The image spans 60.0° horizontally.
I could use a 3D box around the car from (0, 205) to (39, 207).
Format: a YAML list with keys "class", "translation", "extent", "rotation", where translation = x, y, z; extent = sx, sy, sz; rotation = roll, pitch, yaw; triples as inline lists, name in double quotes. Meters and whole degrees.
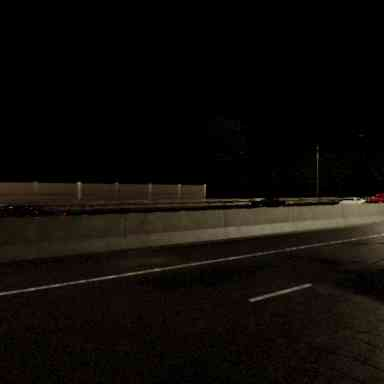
- class: "car"
  translation: [-10.161, 1.504, 18.238]
  extent: [4.892, 1.490, 1.837]
  rotation: [0, 0, -35]

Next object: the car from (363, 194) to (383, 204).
- class: "car"
  translation: [25.169, 1.228, 43.386]
  extent: [5.566, 2.045, 2.150]
  rotation: [0, 0, -35]

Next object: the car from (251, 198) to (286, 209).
- class: "car"
  translation: [9.379, 1.477, 40.753]
  extent: [5.008, 1.535, 1.882]
  rotation: [0, 0, -35]

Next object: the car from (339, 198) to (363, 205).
- class: "car"
  translation: [21.910, 1.530, 45.363]
  extent: [4.674, 1.442, 1.812]
  rotation: [0, 0, -35]

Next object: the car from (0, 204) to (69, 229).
- class: "car"
  translation: [-11.102, 1.545, 21.862]
  extent: [5.357, 1.411, 2.033]
  rotation: [0, 0, -35]

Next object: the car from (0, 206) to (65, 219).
- class: "car"
  translation: [-8.421, 1.546, 15.182]
  extent: [5.357, 1.411, 2.033]
  rotation: [0, 0, -35]
